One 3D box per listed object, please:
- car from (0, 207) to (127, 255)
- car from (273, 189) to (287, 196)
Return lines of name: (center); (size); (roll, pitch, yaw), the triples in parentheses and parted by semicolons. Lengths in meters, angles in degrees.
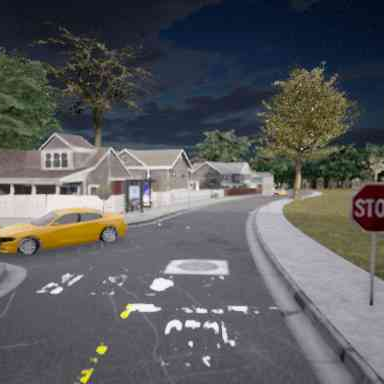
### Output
car: (-5.099, 1.430, 13.493); (5.008, 1.535, 1.882); (-4, 6, -39)
car: (18.364, 0.058, 69.480); (1.882, 1.535, 5.008); (2, 2, 30)
